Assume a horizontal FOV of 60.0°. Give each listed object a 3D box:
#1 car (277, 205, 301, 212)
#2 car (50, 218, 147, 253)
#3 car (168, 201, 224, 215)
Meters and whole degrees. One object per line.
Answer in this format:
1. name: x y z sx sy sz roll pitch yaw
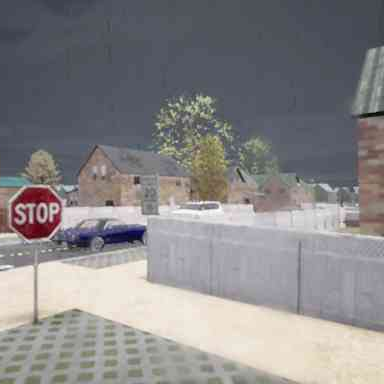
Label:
1. car: 12.262 2.465 41.961 1.882 1.535 5.008 -1 -2 36
2. car: -3.719 1.837 14.988 1.895 1.301 4.718 -1 -2 37
3. car: 0.374 1.744 25.408 2.150 2.045 5.566 -1 -2 36
